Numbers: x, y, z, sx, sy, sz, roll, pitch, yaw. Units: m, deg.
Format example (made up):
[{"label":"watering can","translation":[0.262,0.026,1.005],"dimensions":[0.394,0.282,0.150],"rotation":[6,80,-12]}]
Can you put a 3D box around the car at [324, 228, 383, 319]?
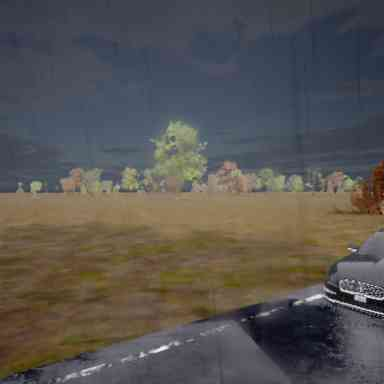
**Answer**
[{"label":"car","translation":[4.688,1.500,6.964],"dimensions":[4.892,1.490,1.837],"rotation":[0,0,-38]}]
